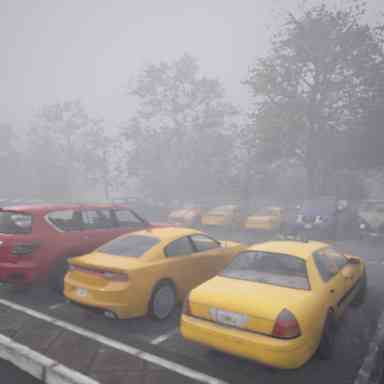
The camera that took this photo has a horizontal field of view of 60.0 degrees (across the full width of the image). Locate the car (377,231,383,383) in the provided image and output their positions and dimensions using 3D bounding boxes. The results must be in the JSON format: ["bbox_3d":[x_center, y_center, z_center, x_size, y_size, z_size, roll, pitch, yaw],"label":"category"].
[{"bbox_3d":[3.972,1.390,4.457,2.185,1.767,4.553,-1,0,36],"label":"car"}]

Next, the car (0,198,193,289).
[{"bbox_3d":[-2.662,1.330,9.321,2.435,2.045,5.566,-1,0,36],"label":"car"}]

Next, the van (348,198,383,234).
[{"bbox_3d":[9.394,1.309,16.570,1.878,1.987,4.442,-1,0,36],"label":"van"}]

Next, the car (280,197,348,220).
[{"bbox_3d":[7.188,1.306,18.272,2.435,2.045,5.566,-1,0,36],"label":"car"}]

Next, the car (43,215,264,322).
[{"bbox_3d":[-0.424,1.559,7.663,2.097,1.535,5.008,-1,0,36],"label":"car"}]

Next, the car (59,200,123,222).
[{"bbox_3d":[-8.824,1.605,29.641,1.946,1.575,5.366,1,0,36],"label":"car"}]

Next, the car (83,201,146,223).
[{"bbox_3d":[-6.451,1.623,28.163,2.097,1.535,5.008,0,0,36],"label":"car"}]

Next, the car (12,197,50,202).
[{"bbox_3d":[-15.395,1.513,34.607,2.231,1.521,4.892,1,1,36],"label":"car"}]

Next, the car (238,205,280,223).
[{"bbox_3d":[5.057,1.576,20.075,1.946,1.575,5.366,-1,0,36],"label":"car"}]

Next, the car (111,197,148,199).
[{"bbox_3d":[-4.176,1.379,26.548,2.435,2.045,5.566,0,0,36],"label":"car"}]

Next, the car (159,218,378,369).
[{"bbox_3d":[1.944,1.533,6.189,1.946,1.575,5.366,-1,0,36],"label":"car"}]

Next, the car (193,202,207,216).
[{"bbox_3d":[0.350,1.494,23.284,2.185,1.767,4.553,0,0,36],"label":"car"}]

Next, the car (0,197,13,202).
[{"bbox_3d":[-17.760,1.460,36.316,2.097,1.535,5.008,1,1,36],"label":"car"}]

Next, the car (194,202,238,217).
[{"bbox_3d":[2.587,1.602,21.623,2.097,1.535,5.008,0,0,36],"label":"car"}]
